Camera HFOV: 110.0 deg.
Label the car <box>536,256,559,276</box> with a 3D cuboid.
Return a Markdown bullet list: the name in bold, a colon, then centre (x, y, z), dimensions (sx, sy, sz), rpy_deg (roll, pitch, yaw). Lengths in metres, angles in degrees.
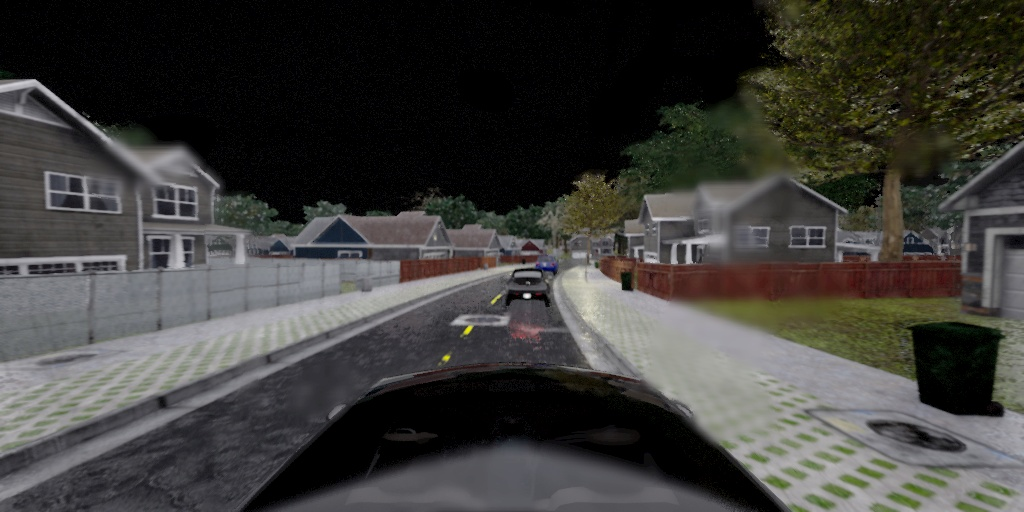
- **car**: centre (3.808, 0.984, 38.729), dimensions (2.150, 2.045, 5.566), rpy_deg (1, 0, 11)

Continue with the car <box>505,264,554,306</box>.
- **car**: centre (0.761, 1.288, 16.181), dimensions (1.837, 1.490, 4.892), rpy_deg (0, 0, 4)
